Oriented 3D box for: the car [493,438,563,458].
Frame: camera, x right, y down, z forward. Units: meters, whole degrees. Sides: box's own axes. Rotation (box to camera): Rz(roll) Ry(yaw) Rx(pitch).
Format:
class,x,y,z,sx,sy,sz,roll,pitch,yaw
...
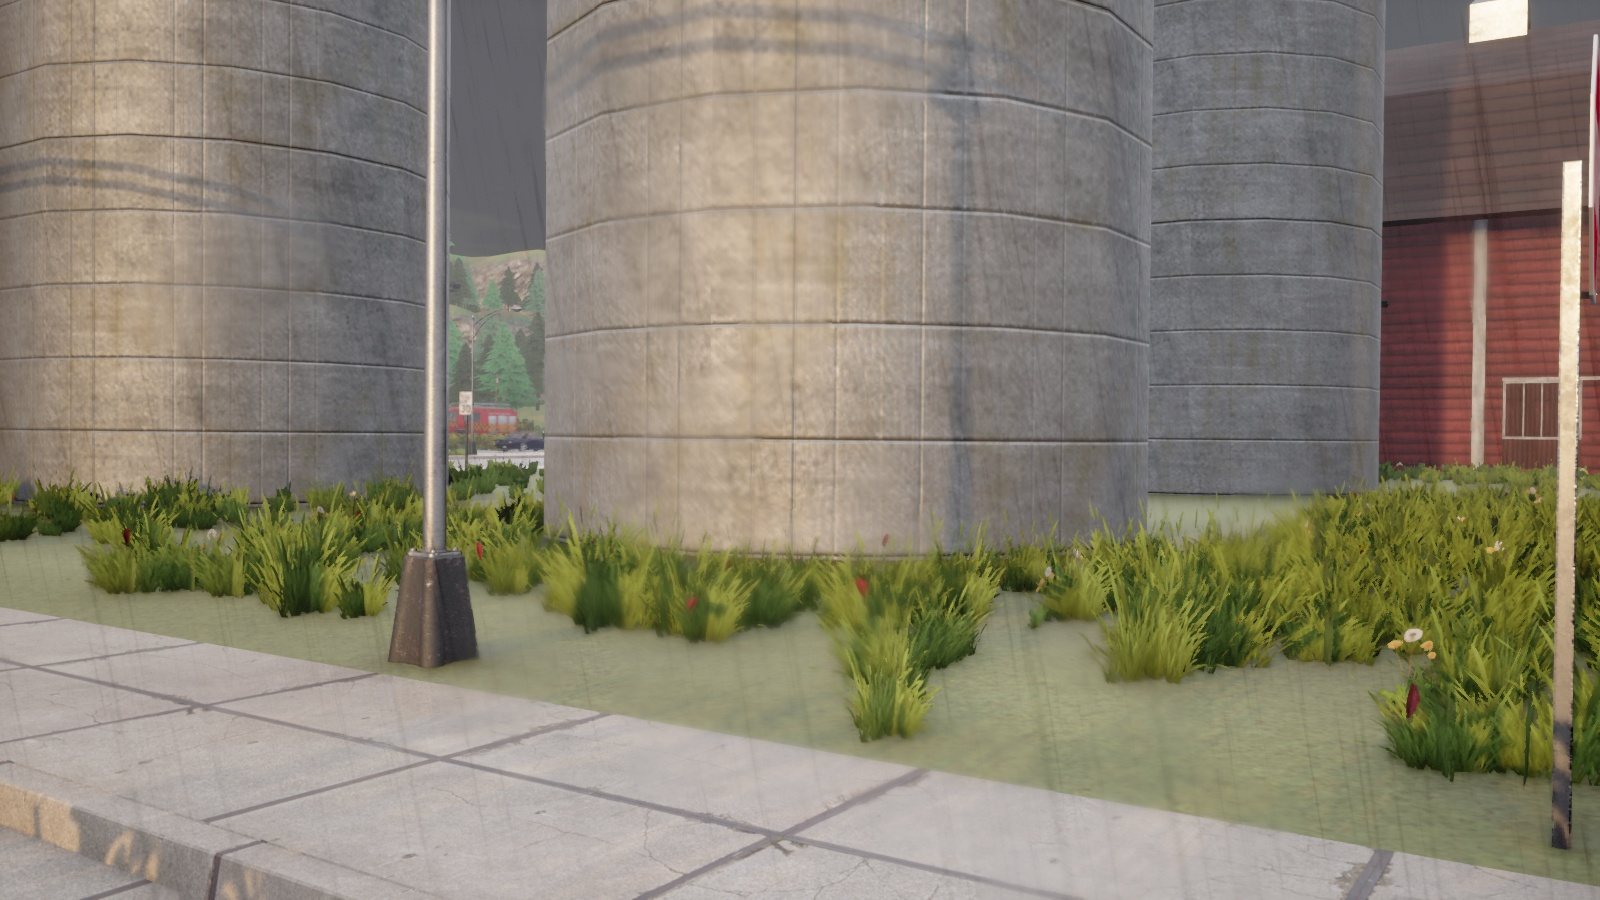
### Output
class,x,y,z,sx,sy,sz,roll,pitch,yaw
car,-18.613,-0.176,86.189,1.895,1.301,4.718,0,1,33
